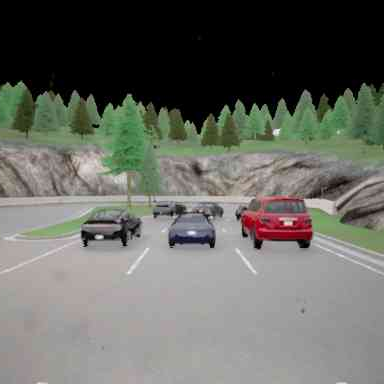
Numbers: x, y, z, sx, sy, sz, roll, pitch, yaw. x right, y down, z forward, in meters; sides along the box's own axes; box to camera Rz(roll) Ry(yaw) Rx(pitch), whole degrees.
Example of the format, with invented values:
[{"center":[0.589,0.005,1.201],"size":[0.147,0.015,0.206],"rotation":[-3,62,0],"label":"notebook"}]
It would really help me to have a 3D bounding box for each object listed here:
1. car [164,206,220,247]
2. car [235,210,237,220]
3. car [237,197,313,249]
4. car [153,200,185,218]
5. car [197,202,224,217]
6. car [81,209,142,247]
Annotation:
[{"center":[0.033,1.564,15.011],"size":[1.994,1.385,4.181],"rotation":[0,0,1],"label":"car"},{"center":[4.800,1.601,27.303],"size":[1.895,1.301,4.718],"rotation":[0,0,16],"label":"car"},{"center":[3.517,1.216,14.691],"size":[2.150,2.045,5.566],"rotation":[0,0,1],"label":"car"},{"center":[-1.867,1.492,29.437],"size":[2.128,1.511,4.902],"rotation":[0,0,16],"label":"car"},{"center":[1.405,1.547,28.166],"size":[2.033,1.411,5.357],"rotation":[0,0,16],"label":"car"},{"center":[-3.468,1.492,15.054],"size":[2.128,1.511,4.902],"rotation":[0,0,1],"label":"car"}]
